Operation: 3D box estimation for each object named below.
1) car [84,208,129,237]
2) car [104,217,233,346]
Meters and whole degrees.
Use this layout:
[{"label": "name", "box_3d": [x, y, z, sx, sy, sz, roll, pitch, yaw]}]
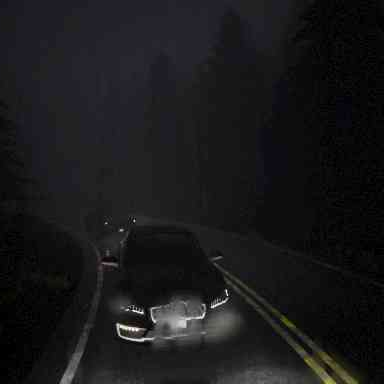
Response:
[{"label": "car", "box_3d": [-4.613, 1.608, 18.499, 1.895, 1.301, 4.718, -3, 1, -29]}, {"label": "car", "box_3d": [-0.638, 1.494, 6.757, 1.837, 1.490, 4.892, -1, 0, -11]}]
